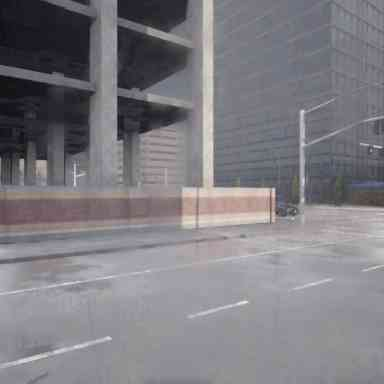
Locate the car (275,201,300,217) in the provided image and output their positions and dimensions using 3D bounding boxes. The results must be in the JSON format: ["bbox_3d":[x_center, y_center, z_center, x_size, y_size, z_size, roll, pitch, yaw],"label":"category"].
[{"bbox_3d":[8.133,1.564,31.533,1.994,1.385,4.181,0,0,-36],"label":"car"}]

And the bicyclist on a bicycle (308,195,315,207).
[{"bbox_3d":[16.610,1.301,46.220,1.656,1.620,0.582,0,0,-36],"label":"bicyclist on a bicycle"}]

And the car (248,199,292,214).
[{"bbox_3d":[8.542,1.526,36.933,1.812,1.442,4.674,0,0,-36],"label":"car"}]
